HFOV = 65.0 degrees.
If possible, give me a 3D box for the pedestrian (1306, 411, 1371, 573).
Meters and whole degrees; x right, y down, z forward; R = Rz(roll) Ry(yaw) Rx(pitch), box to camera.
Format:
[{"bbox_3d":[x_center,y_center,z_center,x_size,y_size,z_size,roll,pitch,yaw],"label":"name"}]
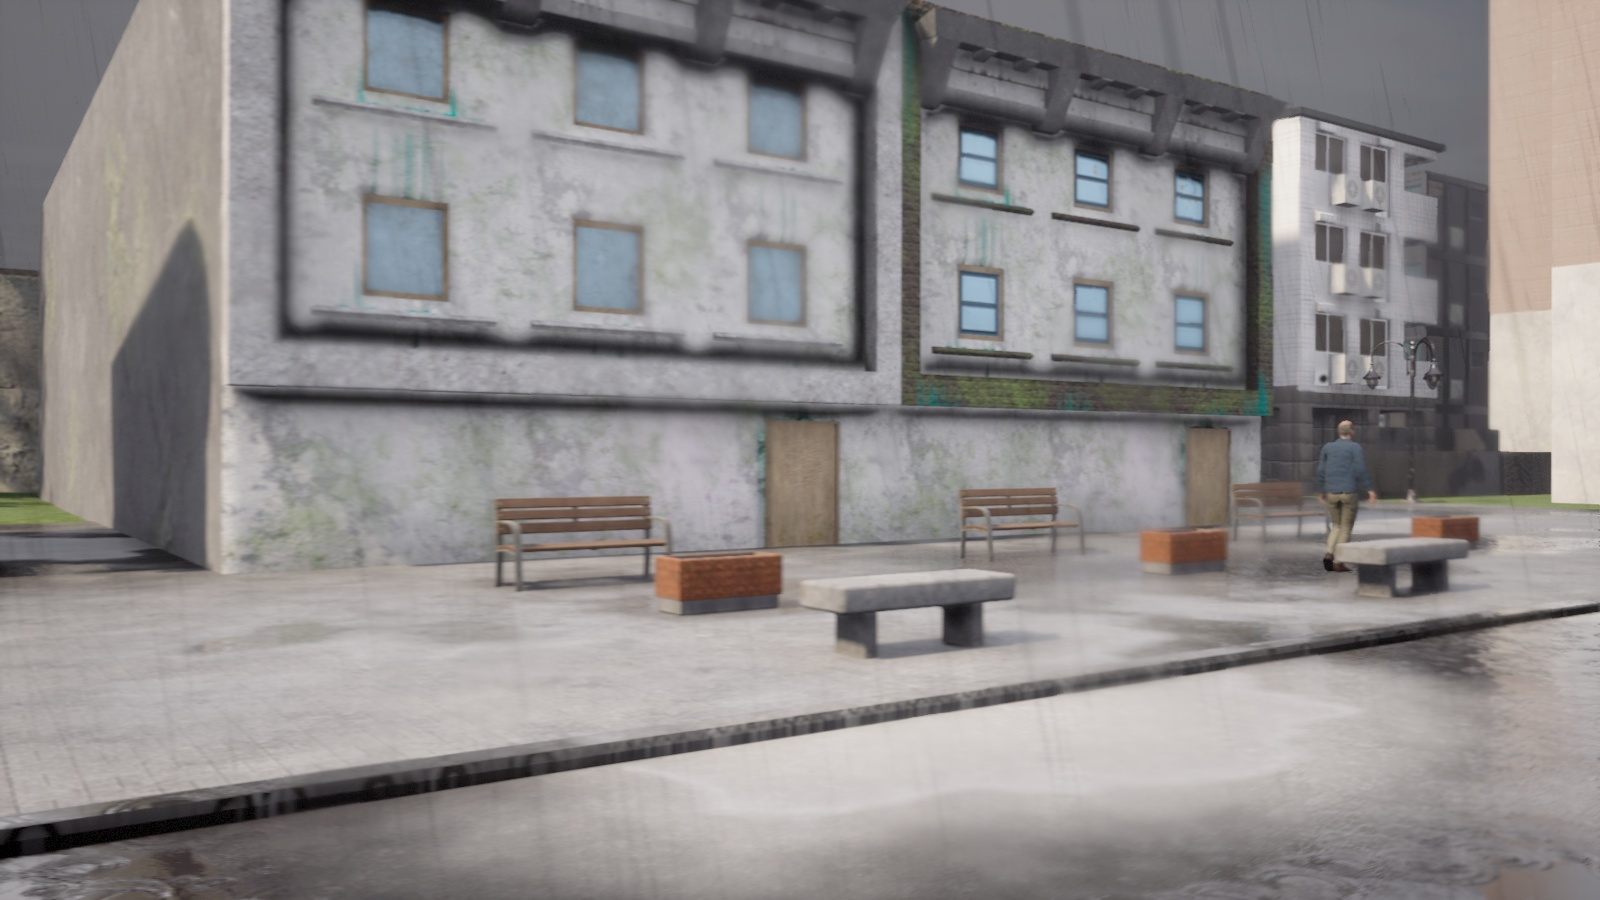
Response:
[{"bbox_3d":[6.308,0.477,14.714,0.726,1.842,0.402,0,0,-39],"label":"pedestrian"}]
